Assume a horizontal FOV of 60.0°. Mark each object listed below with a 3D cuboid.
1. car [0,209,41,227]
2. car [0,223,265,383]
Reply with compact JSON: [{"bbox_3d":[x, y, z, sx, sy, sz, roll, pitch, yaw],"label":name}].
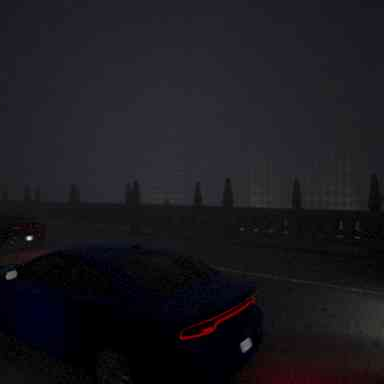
[{"bbox_3d":[-8.191,1.509,14.119,4.892,1.490,1.837,0,0,35],"label":"car"},{"bbox_3d":[-1.430,1.478,5.003,5.008,1.535,1.882,0,0,36],"label":"car"}]
